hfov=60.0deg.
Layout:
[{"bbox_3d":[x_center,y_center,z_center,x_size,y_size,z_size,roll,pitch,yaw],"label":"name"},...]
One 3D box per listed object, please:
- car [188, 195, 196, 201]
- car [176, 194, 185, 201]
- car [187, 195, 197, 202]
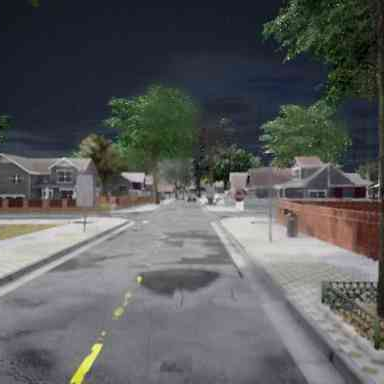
[{"bbox_3d":[-0.007,1.509,86.028,1.812,1.442,4.674,0,0,0],"label":"car"},{"bbox_3d":[-2.756,1.263,79.779,2.128,1.511,4.902,0,0,0],"label":"car"},{"bbox_3d":[-0.006,1.464,75.996,2.097,1.767,4.553,0,0,0],"label":"car"}]
